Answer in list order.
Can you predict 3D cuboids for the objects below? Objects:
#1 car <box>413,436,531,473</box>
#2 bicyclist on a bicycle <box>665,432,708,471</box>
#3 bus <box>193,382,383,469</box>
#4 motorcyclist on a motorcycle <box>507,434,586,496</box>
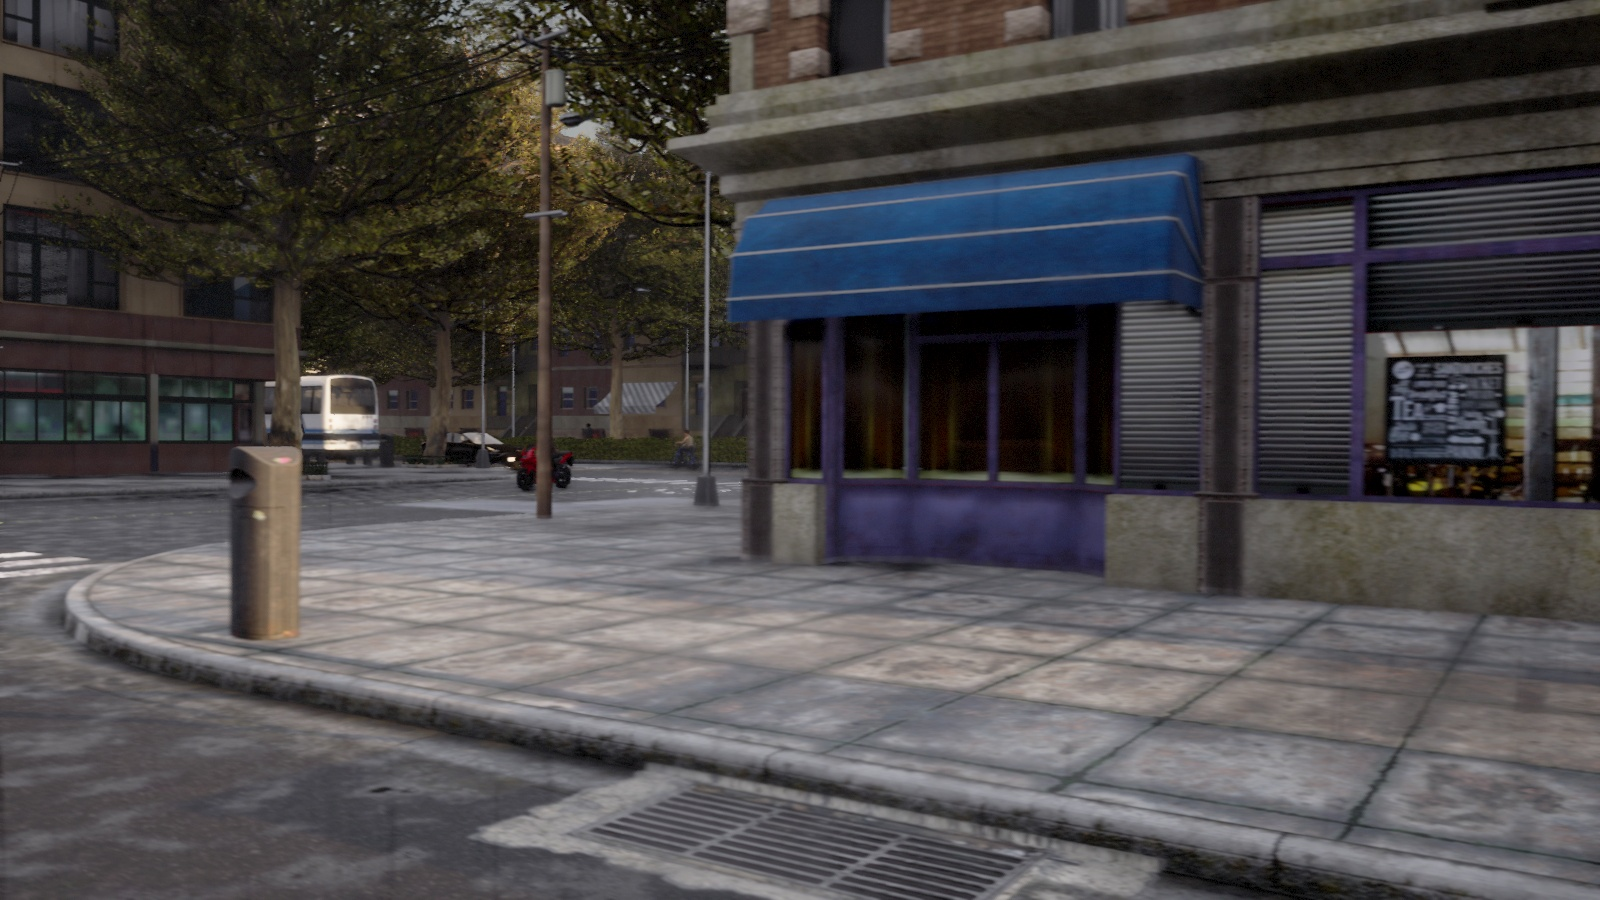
[{"bbox_3d":[-13.960,0.195,53.443,4.792,1.488,2.163,0,1,32],"label":"car"},{"bbox_3d":[-4.665,0.055,51.647,1.509,1.612,0.866,0,1,32],"label":"bicyclist on a bicycle"},{"bbox_3d":[-26.859,-1.202,65.697,10.273,4.253,3.944,0,1,32],"label":"bus"},{"bbox_3d":[-6.511,0.368,32.371,0.797,1.523,2.044,0,1,32],"label":"motorcyclist on a motorcycle"}]
